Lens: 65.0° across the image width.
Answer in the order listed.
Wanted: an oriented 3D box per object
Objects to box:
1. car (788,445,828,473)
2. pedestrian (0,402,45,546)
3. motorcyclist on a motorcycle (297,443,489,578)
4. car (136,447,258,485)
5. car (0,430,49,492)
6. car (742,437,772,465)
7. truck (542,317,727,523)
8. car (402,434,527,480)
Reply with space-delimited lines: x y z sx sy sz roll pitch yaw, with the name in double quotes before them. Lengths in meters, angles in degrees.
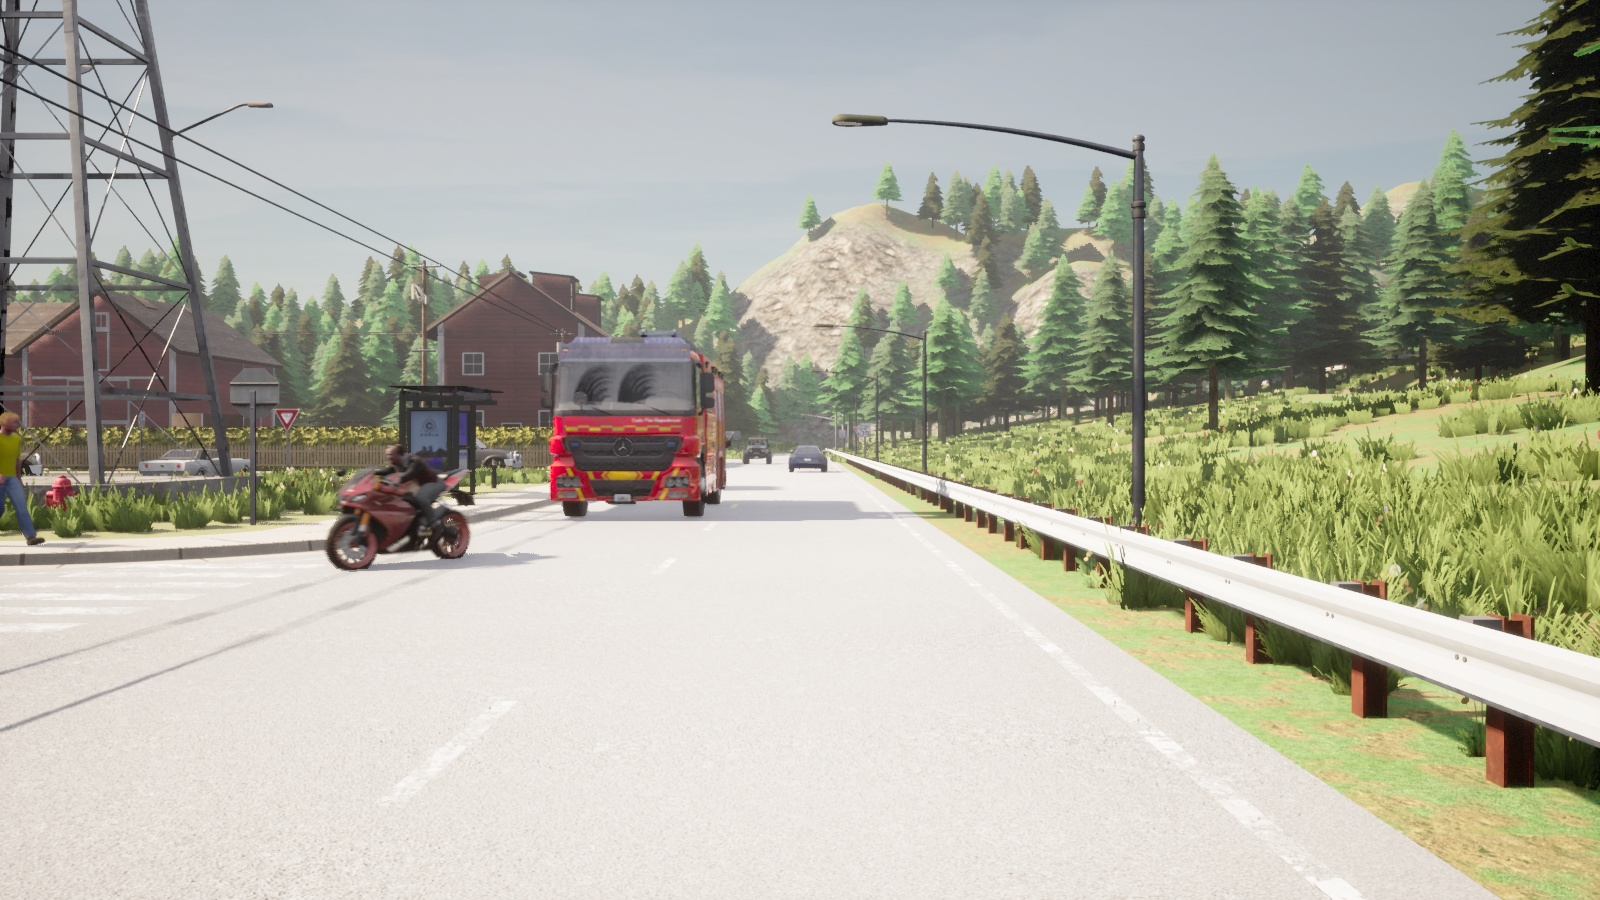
"car" 0.412 0.442 65.304 1.994 1.385 4.181 0 0 1
"pedestrian" -10.209 0.302 16.278 0.706 1.836 0.354 0 0 20
"motorcyclist on a motorcycle" -4.938 0.690 15.408 0.866 1.530 2.191 -1 -1 30
"car" -22.234 0.566 46.516 1.895 1.301 4.718 0 0 6
"car" -25.312 0.330 37.651 4.605 1.855 1.932 0 0 -37
"car" -2.962 0.046 87.538 1.905 1.878 3.866 0 0 0
"truck" -3.321 -0.576 27.557 2.891 3.827 8.468 0 0 0
"car" -13.768 0.260 51.718 4.605 1.855 1.932 0 0 0
